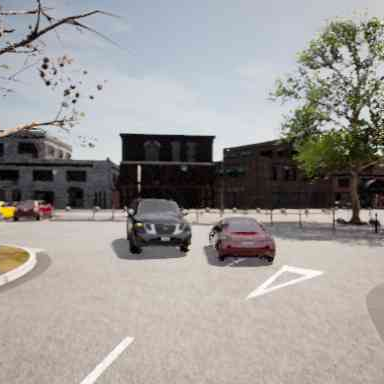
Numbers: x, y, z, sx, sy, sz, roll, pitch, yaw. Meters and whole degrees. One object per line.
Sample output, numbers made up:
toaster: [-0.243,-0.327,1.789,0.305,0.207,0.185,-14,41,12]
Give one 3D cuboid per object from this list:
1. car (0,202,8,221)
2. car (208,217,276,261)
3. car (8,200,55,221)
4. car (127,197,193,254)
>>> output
car: [-16.509,1.615,28.390,2.097,1.535,5.008,0,0,-6]
car: [1.764,1.643,12.724,1.994,1.385,4.181,1,0,-2]
car: [-13.486,1.472,28.658,2.185,1.767,4.553,0,0,-6]
car: [-1.555,1.274,14.185,2.150,2.045,5.566,2,-1,-14]
